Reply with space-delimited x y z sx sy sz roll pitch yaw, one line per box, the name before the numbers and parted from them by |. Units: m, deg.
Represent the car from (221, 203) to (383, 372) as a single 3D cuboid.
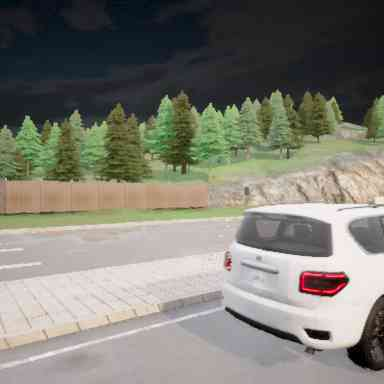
car | 3.046 1.220 5.913 5.566 2.045 2.150 0 0 -35
